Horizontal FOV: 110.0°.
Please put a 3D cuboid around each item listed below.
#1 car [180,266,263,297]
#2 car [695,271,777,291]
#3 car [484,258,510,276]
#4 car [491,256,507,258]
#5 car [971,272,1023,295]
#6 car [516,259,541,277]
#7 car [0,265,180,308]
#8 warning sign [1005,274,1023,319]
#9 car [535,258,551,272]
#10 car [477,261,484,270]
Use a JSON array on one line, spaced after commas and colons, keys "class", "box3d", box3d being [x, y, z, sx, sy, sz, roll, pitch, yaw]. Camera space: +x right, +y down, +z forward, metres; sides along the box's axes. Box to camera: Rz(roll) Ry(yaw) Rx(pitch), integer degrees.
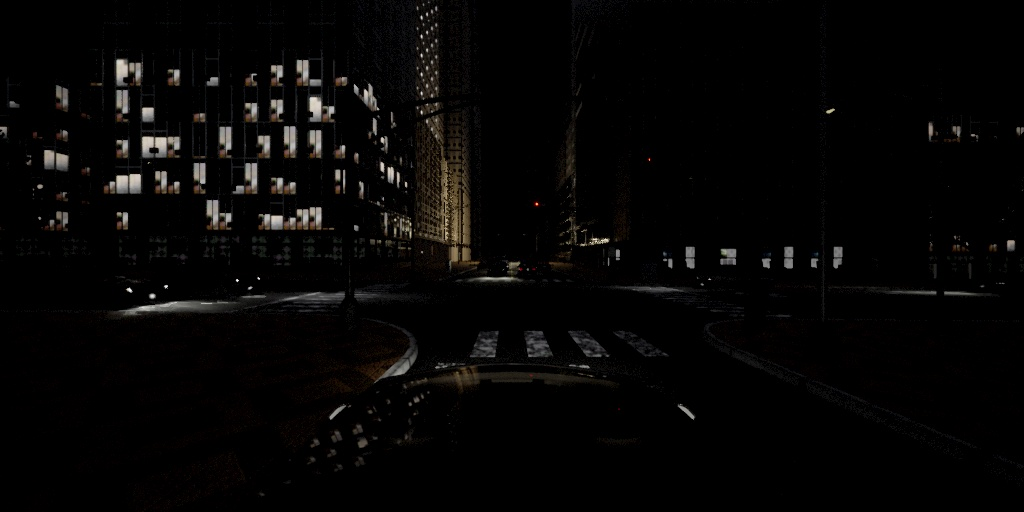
[{"class": "car", "box3d": [-14.205, 1.114, 16.322, 4.718, 1.301, 1.895, 1, 0, -3]}, {"class": "car", "box3d": [15.096, 1.646, 24.370, 4.718, 1.301, 1.895, 1, 0, -3]}, {"class": "car", "box3d": [-1.475, 1.244, 37.041, 1.882, 1.535, 5.008, 0, 0, 1]}, {"class": "car", "box3d": [-1.518, 0.983, 51.144, 2.150, 2.045, 5.566, 0, 0, 0]}, {"class": "car", "box3d": [35.504, 1.902, 25.294, 4.902, 1.511, 2.128, 1, 0, -3]}, {"class": "car", "box3d": [1.467, 1.314, 36.437, 2.033, 1.411, 5.357, 0, 0, 0]}, {"class": "car", "box3d": [-15.809, 1.032, 12.995, 5.357, 1.411, 2.033, 1, 0, -3]}, {"class": "warning sign", "box3d": [17.281, 1.204, 11.756, 1.060, 1.860, 1.300, 0, 0, -3]}, {"class": "car", "box3d": [3.956, 1.329, 45.567, 1.948, 1.339, 4.313, 0, 0, 0]}, {"class": "car", "box3d": [-3.993, 1.342, 51.065, 1.802, 1.307, 4.207, 0, 0, 0]}]
